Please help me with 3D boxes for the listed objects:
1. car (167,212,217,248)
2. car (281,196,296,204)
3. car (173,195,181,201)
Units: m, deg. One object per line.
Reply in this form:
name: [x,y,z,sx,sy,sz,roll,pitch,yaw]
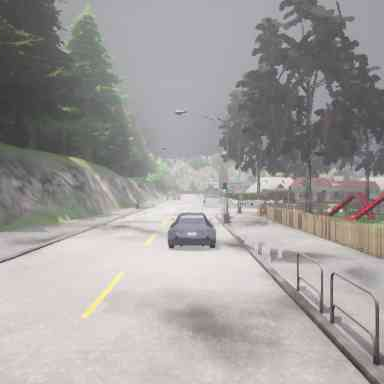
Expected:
car: [0.000,1.571,14.650,1.994,1.385,4.181,0,0,0]
car: [15.786,1.299,55.431,1.994,1.381,4.181,0,0,0]
car: [-4.000,1.518,88.565,2.128,1.511,4.902,0,0,0]
